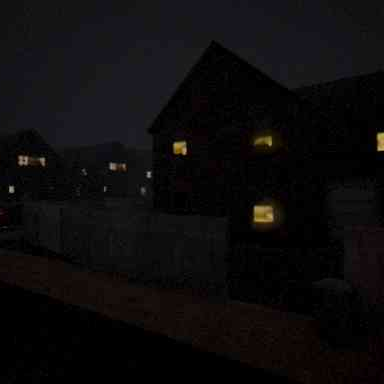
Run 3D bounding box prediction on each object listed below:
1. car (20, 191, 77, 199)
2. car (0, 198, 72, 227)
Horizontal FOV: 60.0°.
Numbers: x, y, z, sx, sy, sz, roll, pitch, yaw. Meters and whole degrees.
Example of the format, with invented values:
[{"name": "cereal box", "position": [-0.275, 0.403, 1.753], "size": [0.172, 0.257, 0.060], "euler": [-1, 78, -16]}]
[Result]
[{"name": "car", "position": [-10.637, 0.968, 23.333], "size": [2.150, 2.045, 5.566], "euler": [-1, 0, 36]}, {"name": "car", "position": [-9.634, 1.286, 19.868], "size": [1.994, 1.385, 4.181], "euler": [-1, 0, 37]}]
